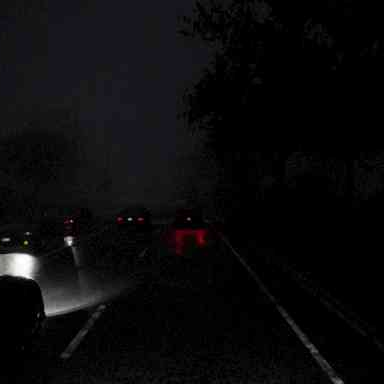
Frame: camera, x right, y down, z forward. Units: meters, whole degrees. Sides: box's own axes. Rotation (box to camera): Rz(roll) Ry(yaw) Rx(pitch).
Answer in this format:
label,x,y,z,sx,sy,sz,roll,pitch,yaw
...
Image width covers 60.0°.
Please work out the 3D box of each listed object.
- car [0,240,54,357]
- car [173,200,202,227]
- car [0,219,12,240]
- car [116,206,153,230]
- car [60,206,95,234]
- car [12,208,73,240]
label,x,y,z,sx,sy,sz,roll,pitch,yaw
car,-3.423,1.586,3.858,1.994,1.385,4.181,0,0,0
car,-0.299,1.603,24.070,1.882,1.535,5.008,0,0,-2
car,-7.115,1.269,8.246,2.150,2.045,5.566,0,-1,0
car,-3.729,1.664,22.103,2.033,1.411,5.357,0,0,-2
car,-7.316,1.599,20.123,2.128,1.511,4.902,0,0,-1
car,-7.127,1.643,14.746,1.994,1.385,4.181,0,0,-1
